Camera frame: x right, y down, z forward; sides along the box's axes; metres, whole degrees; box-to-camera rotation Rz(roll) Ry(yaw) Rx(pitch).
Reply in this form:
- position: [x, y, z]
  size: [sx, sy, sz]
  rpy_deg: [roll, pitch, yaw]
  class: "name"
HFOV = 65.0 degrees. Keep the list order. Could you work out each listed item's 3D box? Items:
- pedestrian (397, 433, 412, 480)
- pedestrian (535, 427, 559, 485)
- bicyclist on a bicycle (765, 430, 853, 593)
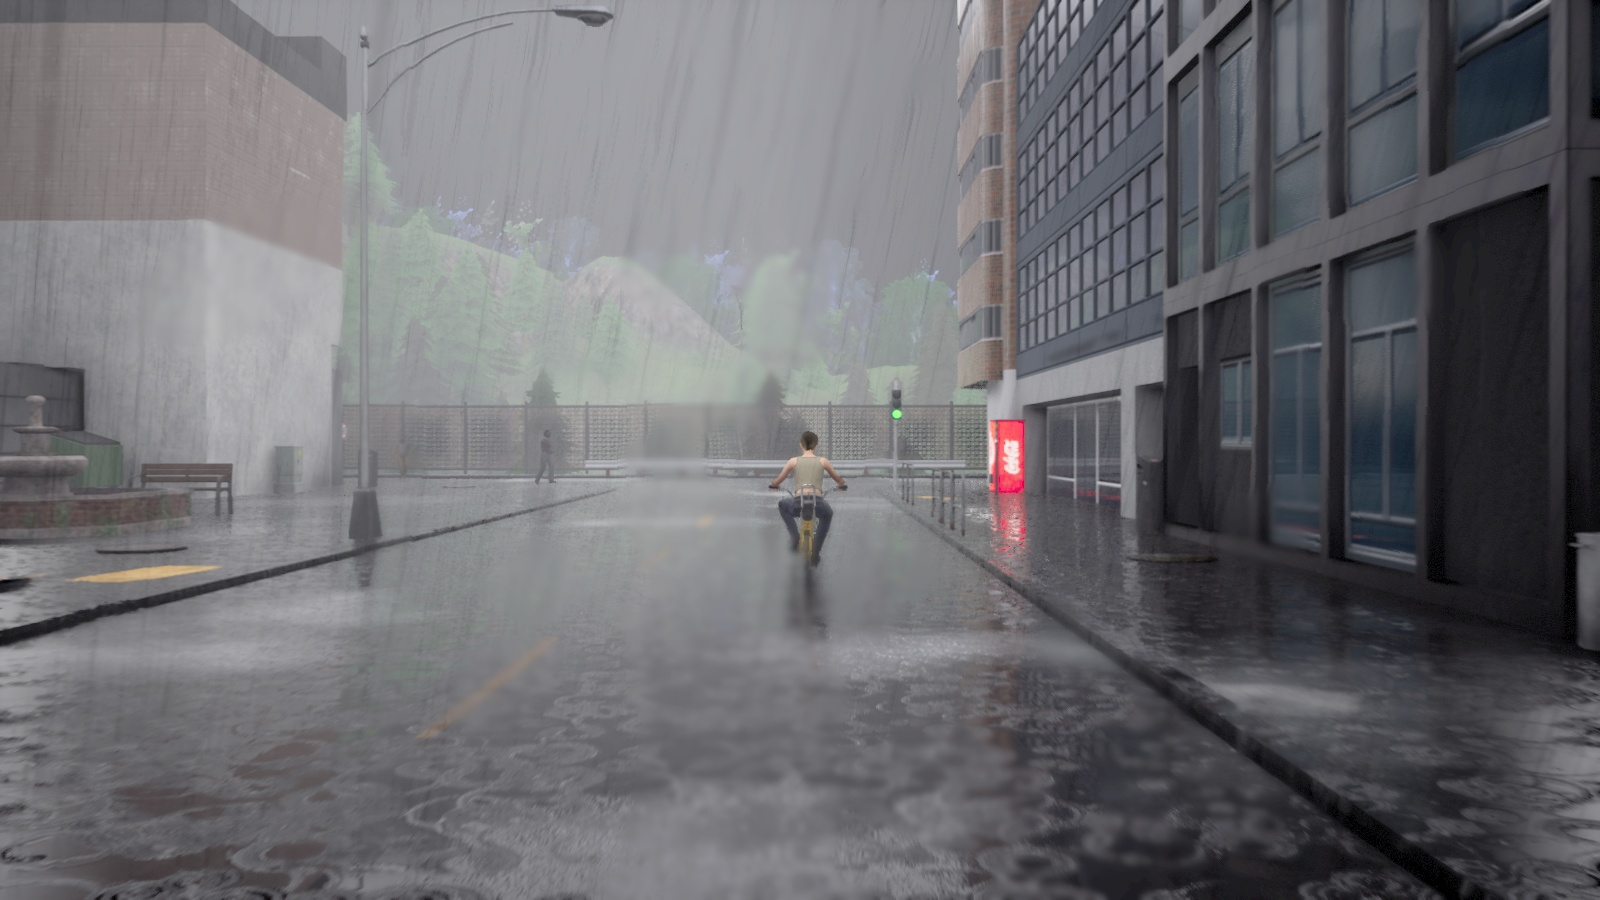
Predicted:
- position: [-15.842, 0.252, 50.303]
  size: [0.540, 1.848, 0.694]
  rpy_deg: [0, 0, -18]
  class: "pedestrian"
- position: [-8.450, 0.207, 41.941]
  size: [0.666, 1.930, 0.402]
  rpy_deg: [0, 0, 32]
  class: "pedestrian"
- position: [0.090, 0.609, 13.175]
  size: [0.866, 1.612, 1.509]
  rpy_deg: [0, 0, 0]
  class: "bicyclist on a bicycle"
